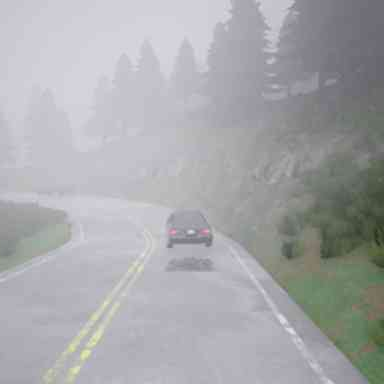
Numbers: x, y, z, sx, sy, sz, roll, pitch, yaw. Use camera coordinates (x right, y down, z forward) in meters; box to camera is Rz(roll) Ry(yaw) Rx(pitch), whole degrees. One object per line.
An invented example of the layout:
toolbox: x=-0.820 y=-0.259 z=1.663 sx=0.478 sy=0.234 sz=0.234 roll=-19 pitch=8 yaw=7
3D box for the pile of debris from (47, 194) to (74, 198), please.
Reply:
pile of debris: x=-12.719 y=0.398 z=32.161 sx=1.860 sy=0.140 sz=1.500 roll=2 pitch=6 yaw=26

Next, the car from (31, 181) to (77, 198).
car: x=-13.447 y=-0.303 z=32.305 sx=4.902 sy=1.511 sz=2.128 roll=2 pitch=5 yaw=26

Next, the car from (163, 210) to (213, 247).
car: x=-0.264 y=1.512 z=14.822 sx=2.033 sy=1.411 sz=5.357 roll=-1 pitch=0 yaw=-5
